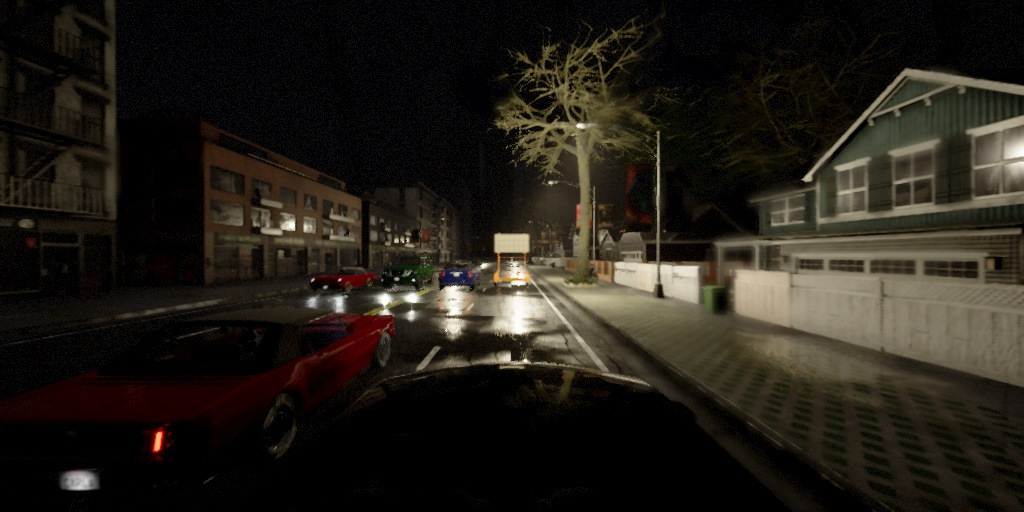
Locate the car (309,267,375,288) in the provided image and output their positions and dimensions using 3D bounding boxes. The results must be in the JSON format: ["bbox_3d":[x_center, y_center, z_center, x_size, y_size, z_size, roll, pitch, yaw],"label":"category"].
[{"bbox_3d":[-9.855,1.349,21.162,1.895,1.301,4.718,0,0,0],"label":"car"}]

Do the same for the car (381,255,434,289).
[{"bbox_3d":[-6.606,0.972,23.341,2.150,2.045,5.566,0,0,0],"label":"car"}]

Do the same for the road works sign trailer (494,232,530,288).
[{"bbox_3d":[-0.007,0.212,24.036,2.380,3.560,2.880,0,0,0],"label":"road works sign trailer"}]

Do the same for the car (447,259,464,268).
[{"bbox_3d":[-9.799,1.251,62.650,2.128,1.511,4.902,0,0,1],"label":"car"}]

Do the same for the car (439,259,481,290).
[{"bbox_3d":[-3.156,1.100,22.446,2.097,1.767,4.553,0,0,0],"label":"car"}]

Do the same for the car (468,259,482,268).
[{"bbox_3d":[-6.538,1.267,63.912,1.837,1.490,4.892,0,0,0],"label":"car"}]

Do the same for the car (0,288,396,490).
[{"bbox_3d":[-3.152,1.351,4.835,1.895,1.301,4.718,0,0,0],"label":"car"}]
